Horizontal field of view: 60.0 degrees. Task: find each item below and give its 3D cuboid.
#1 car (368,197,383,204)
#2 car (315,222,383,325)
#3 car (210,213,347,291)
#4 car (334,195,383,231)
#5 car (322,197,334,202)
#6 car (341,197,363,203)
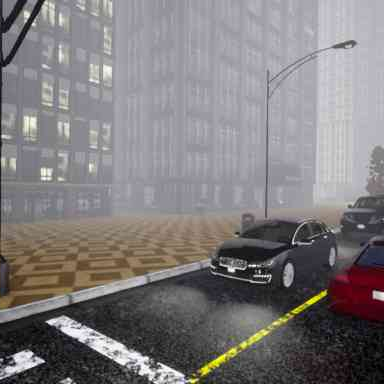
[{"bbox_3d":[37.876,1.658,66.302,2.008,1.369,4.403,-1,0,-34],"label":"car"},{"bbox_3d":[4.262,1.568,6.581,1.994,1.385,4.181,1,0,41],"label":"car"},{"bbox_3d":[2.477,1.477,9.188,1.837,1.490,4.892,1,0,41],"label":"car"},{"bbox_3d":[9.497,1.200,17.026,2.150,2.045,5.566,1,1,43],"label":"car"},{"bbox_3d":[35.374,1.860,84.976,1.947,1.339,4.313,-1,0,-34],"label":"car"},{"bbox_3d":[38.523,1.815,80.315,1.947,1.339,4.313,-1,0,-34],"label":"car"}]
